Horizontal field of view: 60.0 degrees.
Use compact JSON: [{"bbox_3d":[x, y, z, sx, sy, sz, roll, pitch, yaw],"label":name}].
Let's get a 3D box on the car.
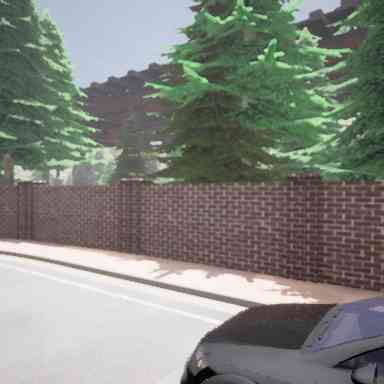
[{"bbox_3d":[1.941,1.565,2.608,4.181,1.385,1.994,0,0,35],"label":"car"}]
